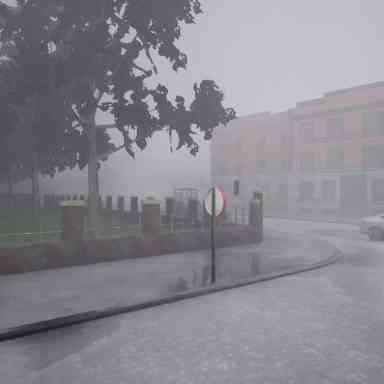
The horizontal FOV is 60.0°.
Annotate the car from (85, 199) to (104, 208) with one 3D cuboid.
[{"bbox_3d":[-14.002,1.524,47.720,1.812,1.442,4.674,0,0,-35],"label":"car"}]

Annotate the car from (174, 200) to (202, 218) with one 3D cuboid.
[{"bbox_3d":[-0.312,1.503,28.477,1.837,1.490,4.892,0,0,-36],"label":"car"}]

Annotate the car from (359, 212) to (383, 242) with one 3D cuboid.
[{"bbox_3d":[9.745,1.524,14.412,1.812,1.442,4.674,0,0,-36],"label":"car"}]
